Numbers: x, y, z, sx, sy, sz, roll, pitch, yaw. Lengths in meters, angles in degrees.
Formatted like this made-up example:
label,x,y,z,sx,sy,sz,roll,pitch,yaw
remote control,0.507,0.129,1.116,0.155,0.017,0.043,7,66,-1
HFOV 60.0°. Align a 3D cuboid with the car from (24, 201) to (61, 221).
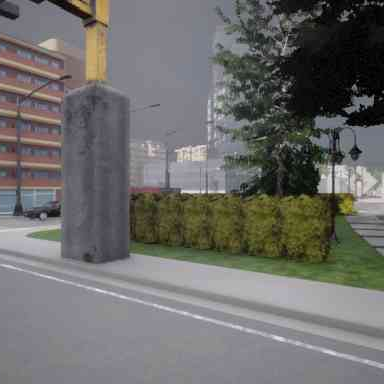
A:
label,x,y,z,sx,sy,sz,roll,pitch,yaw
car,-11.456,1.478,27.960,1.882,1.535,5.008,0,0,36
